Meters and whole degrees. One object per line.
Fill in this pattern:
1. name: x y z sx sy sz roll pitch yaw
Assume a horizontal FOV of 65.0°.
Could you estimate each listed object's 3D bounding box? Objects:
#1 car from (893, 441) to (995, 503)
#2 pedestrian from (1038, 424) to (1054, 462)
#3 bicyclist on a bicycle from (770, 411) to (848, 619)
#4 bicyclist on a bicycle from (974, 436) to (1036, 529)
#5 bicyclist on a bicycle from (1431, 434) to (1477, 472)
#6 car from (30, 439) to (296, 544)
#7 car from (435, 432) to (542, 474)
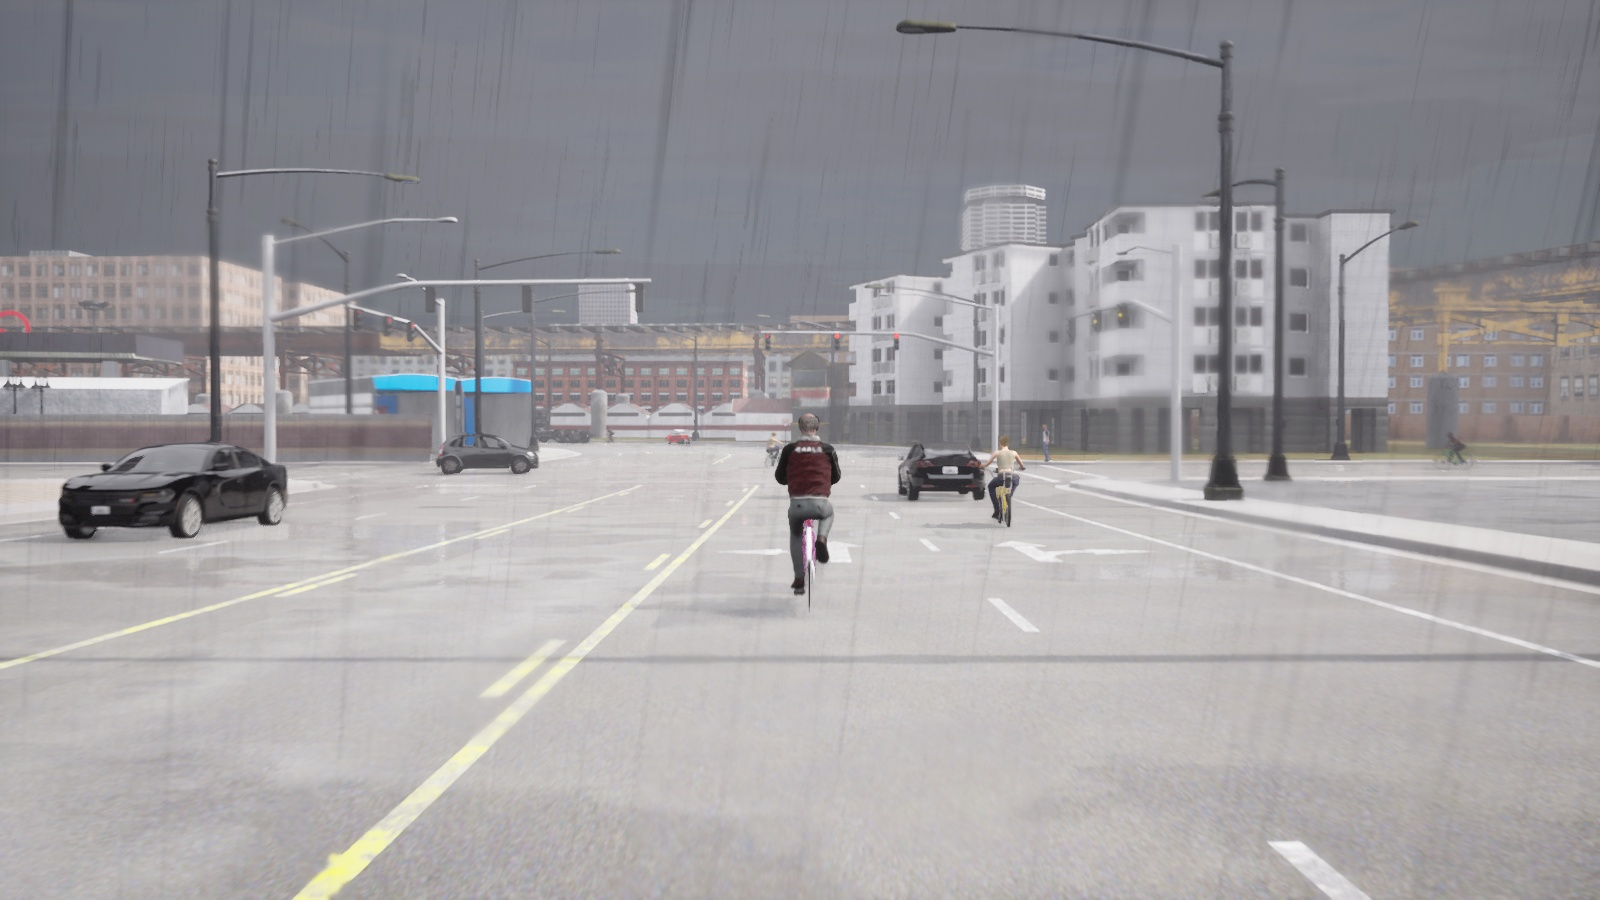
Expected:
1. car: 3.708 0.522 33.191 2.163 1.488 4.792 0 1 0
2. pedestrian: 11.931 -0.342 60.991 0.706 1.836 0.354 0 1 -2
3. bicyclist on a bicycle: 0.082 0.549 11.644 0.659 1.776 1.843 0 1 0
4. bicyclist on a bicycle: 3.643 0.554 22.464 0.866 1.612 1.509 0 0 0
5. bicyclist on a bicycle: 28.149 0.127 54.061 1.656 1.620 0.582 0 1 -1
6. car: -10.366 0.593 20.955 1.882 1.535 5.008 0 0 0
7. car: -12.466 0.098 50.491 3.988 1.617 1.851 0 1 -8
